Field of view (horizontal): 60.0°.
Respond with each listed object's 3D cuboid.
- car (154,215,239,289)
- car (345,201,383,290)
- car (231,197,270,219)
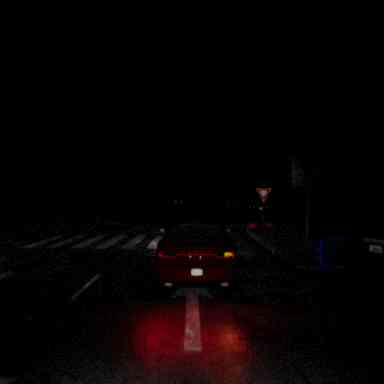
[{"bbox_3d":[0.095,1.454,9.163,1.882,1.535,5.008,0,0,0],"label":"car"},{"bbox_3d":[6.024,1.217,7.255,5.566,2.045,2.435,1,0,-20],"label":"car"},{"bbox_3d":[5.642,1.514,32.409,2.150,2.045,5.566,1,0,-11],"label":"car"}]
